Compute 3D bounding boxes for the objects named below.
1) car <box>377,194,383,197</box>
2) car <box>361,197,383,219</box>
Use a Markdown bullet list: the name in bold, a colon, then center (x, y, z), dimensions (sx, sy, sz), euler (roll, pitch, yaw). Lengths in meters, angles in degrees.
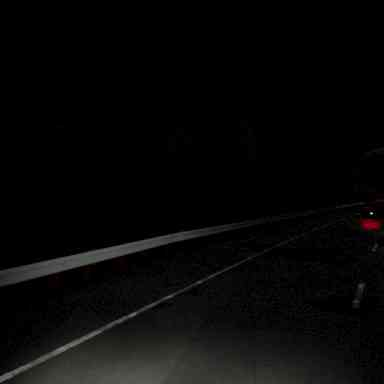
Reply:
- **car**: center (22.350, 1.221, 37.967), dimensions (2.150, 2.045, 5.566), euler (0, 0, 36)
- **car**: center (16.239, 1.504, 29.462), dimensions (1.837, 1.490, 4.892), euler (0, 0, 35)
